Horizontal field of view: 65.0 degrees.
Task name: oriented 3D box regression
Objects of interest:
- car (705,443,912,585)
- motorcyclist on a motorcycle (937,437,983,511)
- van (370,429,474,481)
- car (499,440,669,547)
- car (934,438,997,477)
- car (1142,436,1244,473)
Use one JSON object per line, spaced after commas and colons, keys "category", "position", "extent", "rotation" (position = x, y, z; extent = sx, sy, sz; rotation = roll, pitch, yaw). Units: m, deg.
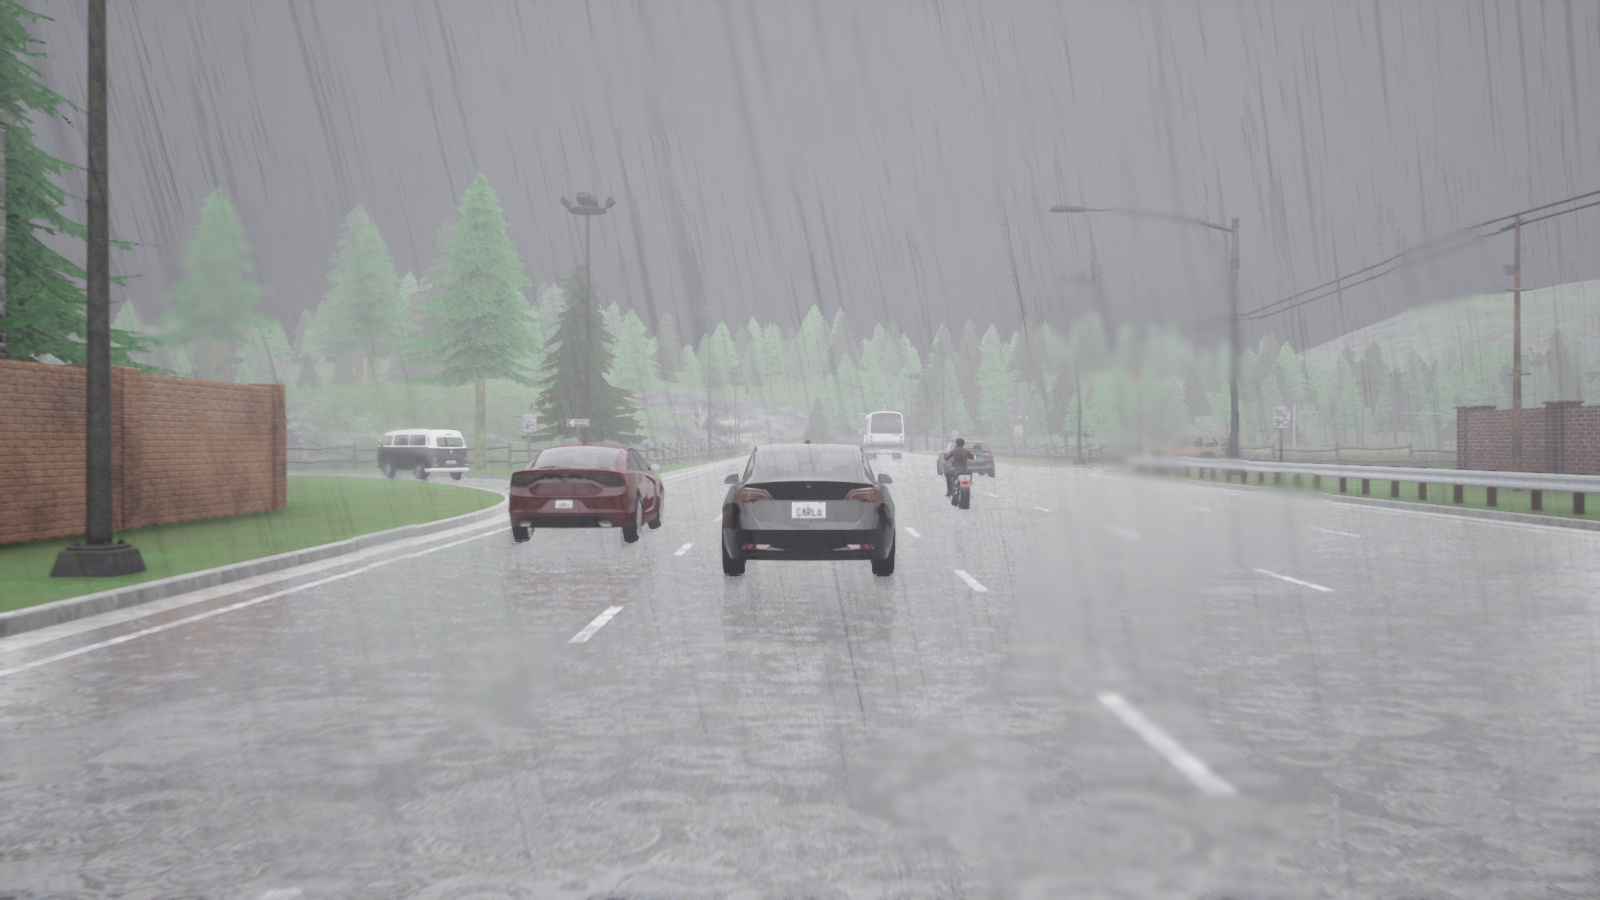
{"category": "car", "position": [0.103, 0.659, 15.535], "extent": [2.163, 1.488, 4.792], "rotation": [0, 0, 0]}
{"category": "motorcyclist on a motorcycle", "position": [3.679, 0.536, 29.057], "extent": [0.766, 1.649, 2.350], "rotation": [0, 0, 0]}
{"category": "van", "position": [-15.349, 0.172, 50.871], "extent": [4.480, 2.038, 2.069], "rotation": [1, 1, 44]}
{"category": "car", "position": [-3.369, 0.605, 20.561], "extent": [1.882, 1.535, 5.008], "rotation": [0, 0, 0]}
{"category": "car", "position": [7.332, 0.282, 56.026], "extent": [2.242, 1.667, 4.611], "rotation": [0, 0, 0]}
{"category": "car", "position": [20.076, 0.217, 64.297], "extent": [4.605, 1.855, 1.932], "rotation": [0, 0, 43]}
